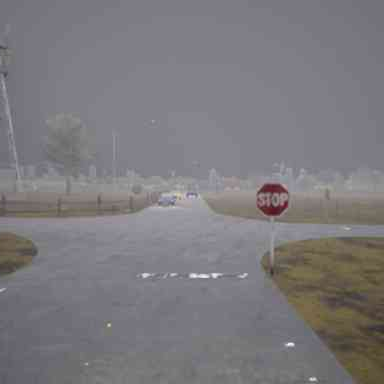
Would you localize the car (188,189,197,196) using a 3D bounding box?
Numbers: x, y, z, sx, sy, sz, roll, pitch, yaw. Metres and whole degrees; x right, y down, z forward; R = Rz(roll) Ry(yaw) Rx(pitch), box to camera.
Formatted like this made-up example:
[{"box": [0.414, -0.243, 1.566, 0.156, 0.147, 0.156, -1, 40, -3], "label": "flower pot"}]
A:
[{"box": [0.026, 0.052, 74.980, 1.994, 1.385, 4.181, 0, 1, 0], "label": "car"}]

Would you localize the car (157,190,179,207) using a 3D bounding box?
[{"box": [-2.829, 0.837, 37.752, 1.812, 1.442, 4.674, 0, 1, 0], "label": "car"}]

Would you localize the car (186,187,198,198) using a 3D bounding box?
[{"box": [0.023, 0.063, 64.583, 2.150, 2.045, 5.566, 0, 1, 0], "label": "car"}]

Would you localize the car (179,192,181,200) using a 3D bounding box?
[{"box": [-2.784, 0.495, 54.309, 1.882, 1.535, 5.008, 0, 1, 1], "label": "car"}]
